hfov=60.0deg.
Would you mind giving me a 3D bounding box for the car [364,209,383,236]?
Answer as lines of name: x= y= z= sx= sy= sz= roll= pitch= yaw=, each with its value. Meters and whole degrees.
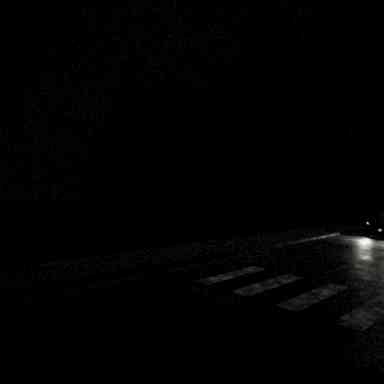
car: x=11.244 y=1.667 z=18.482 sx=4.674 sy=1.442 sz=1.812 roll=1 pitch=1 yaw=-43
